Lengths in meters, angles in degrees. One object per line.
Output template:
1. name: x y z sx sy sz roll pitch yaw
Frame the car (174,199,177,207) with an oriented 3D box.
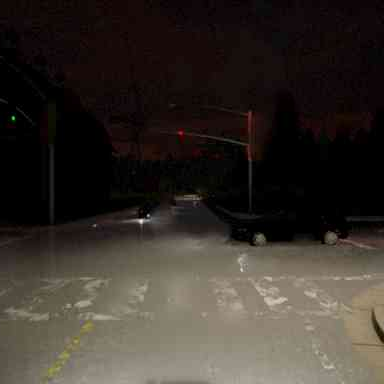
1. car: -3.500 1.505 51.675 1.812 1.442 4.674 0 0 0

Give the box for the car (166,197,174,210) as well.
1. car: -3.533 1.489 39.677 1.837 1.490 4.892 0 0 0

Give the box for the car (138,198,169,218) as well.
1. car: -3.550 1.535 29.836 2.033 1.411 5.357 0 0 0

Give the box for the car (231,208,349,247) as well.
1. car: 4.175 1.451 14.486 5.008 1.535 1.882 0 0 -6
